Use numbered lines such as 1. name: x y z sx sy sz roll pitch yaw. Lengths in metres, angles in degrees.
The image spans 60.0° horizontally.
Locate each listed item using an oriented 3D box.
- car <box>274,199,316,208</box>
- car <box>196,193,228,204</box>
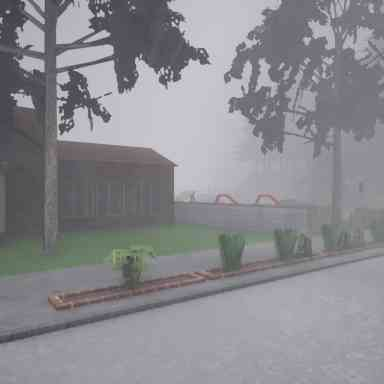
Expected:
1. car: 11.263 1.505 36.361 1.837 1.490 4.892 0 0 -35
2. car: 2.779 1.215 48.309 2.150 2.045 5.566 0 1 -36
